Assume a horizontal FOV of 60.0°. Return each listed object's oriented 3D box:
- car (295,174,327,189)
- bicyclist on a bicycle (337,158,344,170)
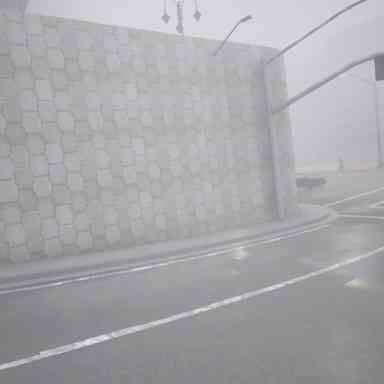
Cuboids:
[{"bbox_3d":[10.008,-1.021,30.969,1.895,1.301,4.718,-11,6,-35],"label":"car"},{"bbox_3d":[20.053,-3.831,44.894,1.656,1.620,0.582,-11,6,-35],"label":"bicyclist on a bicycle"}]
